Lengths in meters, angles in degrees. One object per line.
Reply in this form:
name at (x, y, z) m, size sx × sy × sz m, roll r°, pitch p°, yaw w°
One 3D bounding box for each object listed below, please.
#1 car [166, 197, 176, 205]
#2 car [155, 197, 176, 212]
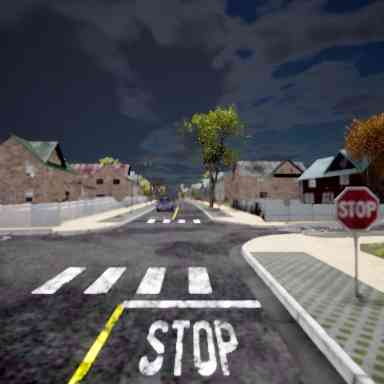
car at (-4.161, 1.809, 66.235) m, size 1.812 × 1.442 × 4.674 m, roll 0°, pitch 0°, yaw -2°
car at (-3.246, 1.413, 40.363) m, size 2.097 × 1.767 × 4.553 m, roll 0°, pitch -1°, yaw -2°
